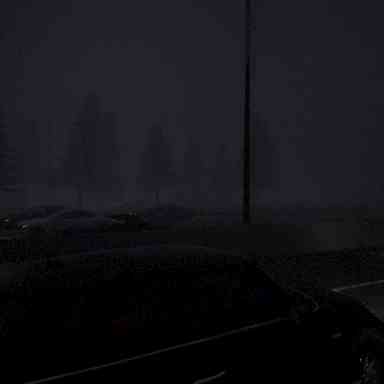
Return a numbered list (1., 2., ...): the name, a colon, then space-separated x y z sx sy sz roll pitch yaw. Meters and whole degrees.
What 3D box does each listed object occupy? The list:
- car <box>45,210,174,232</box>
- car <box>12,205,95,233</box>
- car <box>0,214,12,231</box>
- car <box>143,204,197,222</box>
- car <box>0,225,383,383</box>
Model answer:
1. car: -3.399 1.629 13.977 4.718 1.301 1.895 1 0 -30
2. car: -6.055 1.539 16.404 4.674 1.442 1.812 1 0 -31
3. car: -8.317 1.495 19.103 4.902 1.511 2.128 1 0 -32
4. car: -2.225 1.643 26.563 5.357 1.411 2.033 1 0 -27
5. car: 0.025 1.365 3.440 4.553 1.767 2.097 1 0 -34
